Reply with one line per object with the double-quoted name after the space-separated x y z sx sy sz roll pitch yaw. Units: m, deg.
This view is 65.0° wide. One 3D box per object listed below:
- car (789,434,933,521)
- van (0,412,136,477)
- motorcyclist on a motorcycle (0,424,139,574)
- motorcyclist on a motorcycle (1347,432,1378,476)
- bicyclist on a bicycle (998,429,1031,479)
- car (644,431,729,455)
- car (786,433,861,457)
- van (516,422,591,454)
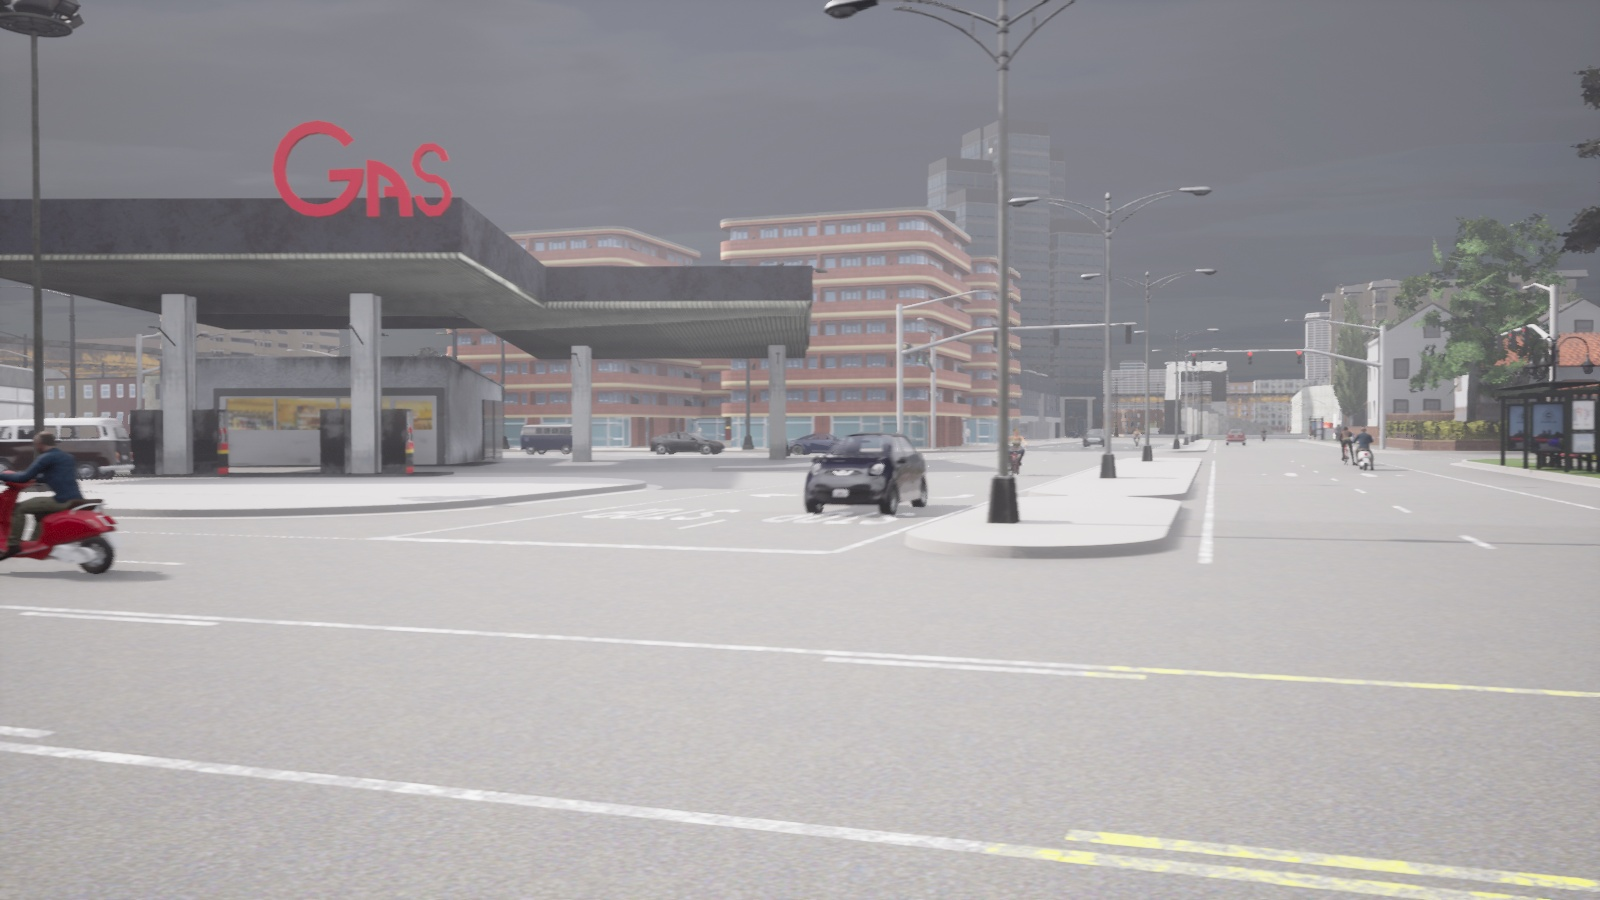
1.247 0.459 24.130 1.845 1.501 3.633 1 1 18 "car"
-23.955 -0.182 40.074 4.480 2.038 2.069 0 1 -11 "van"
-8.464 0.525 13.913 1.817 1.590 0.866 0 -1 5 "motorcyclist on a motorcycle"
20.768 0.115 46.403 0.866 1.590 1.817 1 1 18 "motorcyclist on a motorcycle"
7.154 0.119 41.920 0.866 1.612 1.509 1 1 18 "bicyclist on a bicycle"
-7.114 -0.463 78.837 4.792 1.488 2.163 1 1 17 "car"
1.444 -0.323 76.110 4.181 1.385 1.994 0 1 16 "car"
-16.003 -0.788 81.628 4.442 1.987 1.775 0 1 17 "van"
